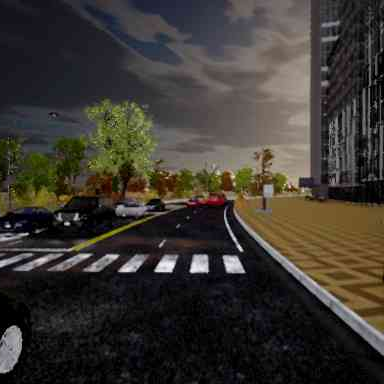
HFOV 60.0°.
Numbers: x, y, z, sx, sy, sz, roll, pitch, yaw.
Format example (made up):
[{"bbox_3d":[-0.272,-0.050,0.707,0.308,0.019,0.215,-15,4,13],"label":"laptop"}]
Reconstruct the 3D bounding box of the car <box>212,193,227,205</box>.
[{"bbox_3d":[4.983,1.213,58.776,2.150,2.045,5.566,0,0,10],"label":"car"}]

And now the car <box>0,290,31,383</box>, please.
[{"bbox_3d":[-3.092,1.500,2.527,1.837,1.490,4.892,0,0,1],"label":"car"}]

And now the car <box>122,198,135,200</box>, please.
[{"bbox_3d":[-7.552,1.471,39.487,2.128,1.511,4.902,0,0,7],"label":"car"}]

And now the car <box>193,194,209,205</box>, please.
[{"bbox_3d":[1.674,1.339,58.694,2.097,1.767,4.553,0,0,10],"label":"car"}]

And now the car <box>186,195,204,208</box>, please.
[{"bbox_3d":[0.336,1.551,49.275,1.994,1.385,4.181,0,0,8],"label":"car"}]

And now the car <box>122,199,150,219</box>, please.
[{"bbox_3d":[-5.309,1.585,29.039,1.895,1.301,4.718,0,0,5],"label":"car"}]

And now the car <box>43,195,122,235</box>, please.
[{"bbox_3d":[-5.995,1.208,19.145,2.150,2.045,5.566,0,0,3],"label":"car"}]

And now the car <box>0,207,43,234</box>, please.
[{"bbox_3d":[-9.254,1.548,18.894,1.994,1.385,4.181,0,0,3],"label":"car"}]

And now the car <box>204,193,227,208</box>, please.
[{"bbox_3d":[3.521,1.213,48.363,2.150,2.045,5.566,0,0,8],"label":"car"}]

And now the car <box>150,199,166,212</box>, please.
[{"bbox_3d":[-4.297,1.509,39.321,1.812,1.442,4.674,0,0,6],"label":"car"}]

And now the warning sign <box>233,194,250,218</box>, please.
[{"bbox_3d":[3.912,1.110,26.455,1.300,1.860,1.060,0,0,4],"label":"warning sign"}]

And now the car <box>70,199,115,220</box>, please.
[{"bbox_3d":[-8.555,1.472,29.196,2.128,1.511,4.902,0,0,5],"label":"car"}]
